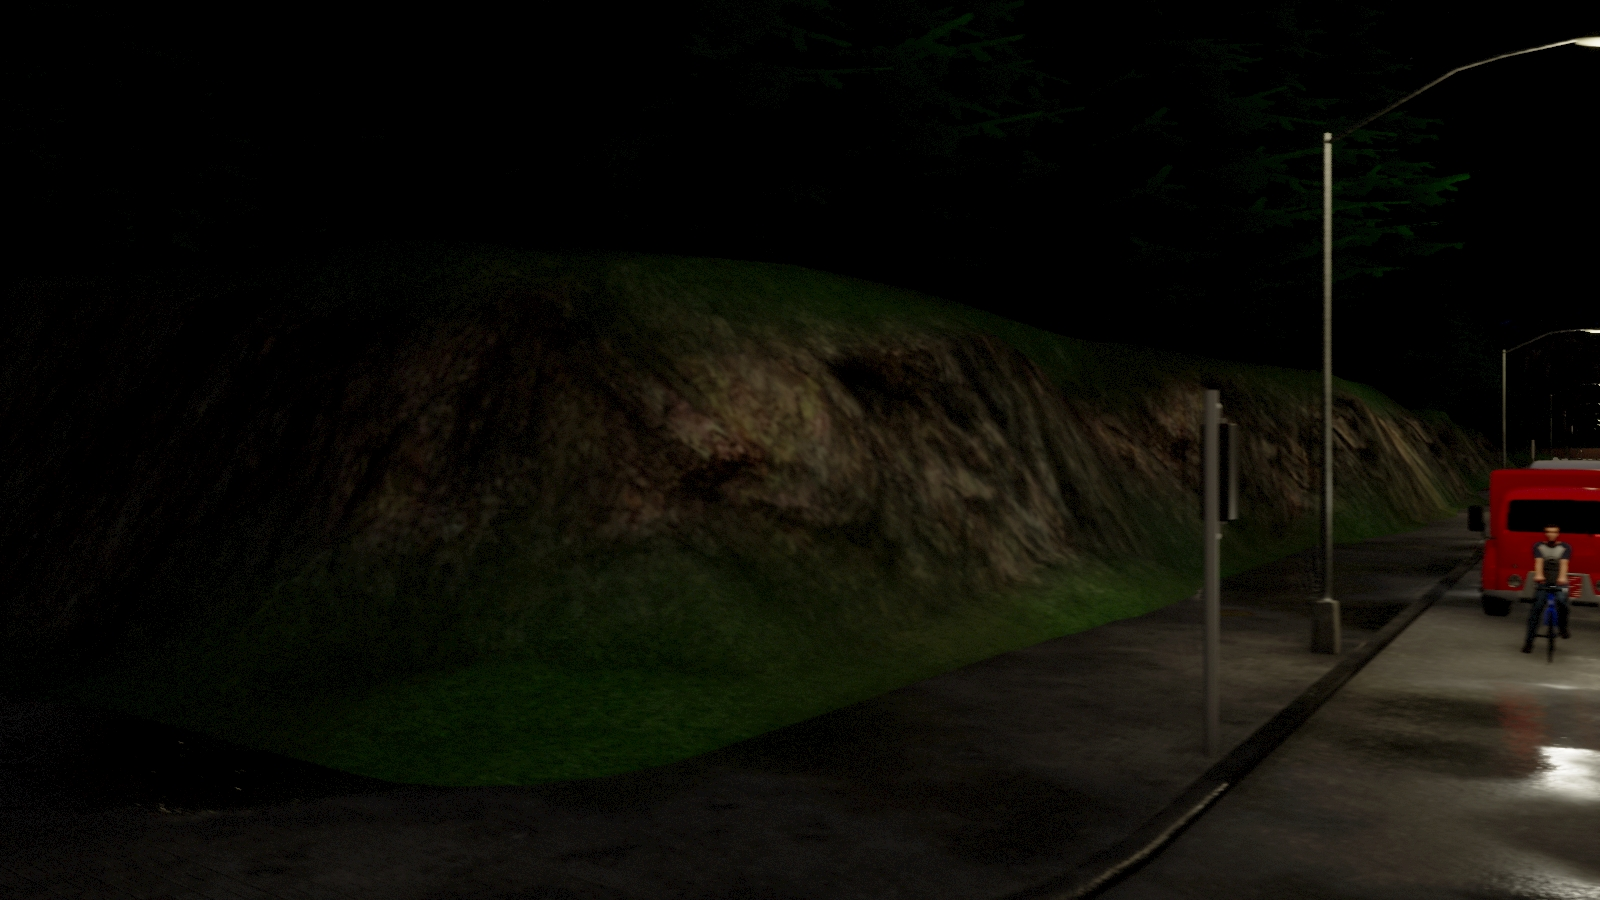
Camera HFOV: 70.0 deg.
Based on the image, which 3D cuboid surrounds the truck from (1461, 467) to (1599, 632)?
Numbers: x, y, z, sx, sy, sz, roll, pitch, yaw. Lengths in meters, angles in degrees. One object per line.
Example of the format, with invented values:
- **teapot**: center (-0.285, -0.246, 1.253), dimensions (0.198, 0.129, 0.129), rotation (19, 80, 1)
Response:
- **truck**: center (13.344, 1.568, 19.993), dimensions (2.627, 2.467, 5.204), rotation (0, 0, 35)

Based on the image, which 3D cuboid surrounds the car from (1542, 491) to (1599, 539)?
- **car**: center (25.896, 2.118, 37.915), dimensions (1.994, 1.385, 4.181), rotation (0, 0, 35)

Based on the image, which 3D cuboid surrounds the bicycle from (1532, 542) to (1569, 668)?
- **bicycle**: center (10.181, 2.056, 15.481), dimensions (0.373, 1.496, 1.643), rotation (0, 0, 35)
